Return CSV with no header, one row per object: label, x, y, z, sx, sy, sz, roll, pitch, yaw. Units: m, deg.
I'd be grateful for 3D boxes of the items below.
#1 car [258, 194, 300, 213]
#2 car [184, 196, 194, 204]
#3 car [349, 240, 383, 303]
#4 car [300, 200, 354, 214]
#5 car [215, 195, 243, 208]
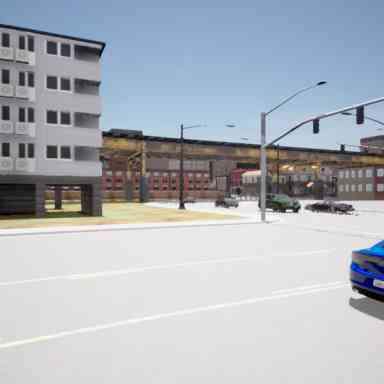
car,9.668,1.222,37.296,2.150,2.045,5.566,0,0,-26
car,-0.458,1.548,64.905,2.033,1.411,5.357,0,0,2
car,5.578,1.478,6.923,5.008,1.535,1.882,0,0,-25
car,14.593,1.547,35.627,2.033,1.411,5.357,0,0,-26
car,4.879,1.526,47.324,1.812,1.442,4.674,0,0,-25
